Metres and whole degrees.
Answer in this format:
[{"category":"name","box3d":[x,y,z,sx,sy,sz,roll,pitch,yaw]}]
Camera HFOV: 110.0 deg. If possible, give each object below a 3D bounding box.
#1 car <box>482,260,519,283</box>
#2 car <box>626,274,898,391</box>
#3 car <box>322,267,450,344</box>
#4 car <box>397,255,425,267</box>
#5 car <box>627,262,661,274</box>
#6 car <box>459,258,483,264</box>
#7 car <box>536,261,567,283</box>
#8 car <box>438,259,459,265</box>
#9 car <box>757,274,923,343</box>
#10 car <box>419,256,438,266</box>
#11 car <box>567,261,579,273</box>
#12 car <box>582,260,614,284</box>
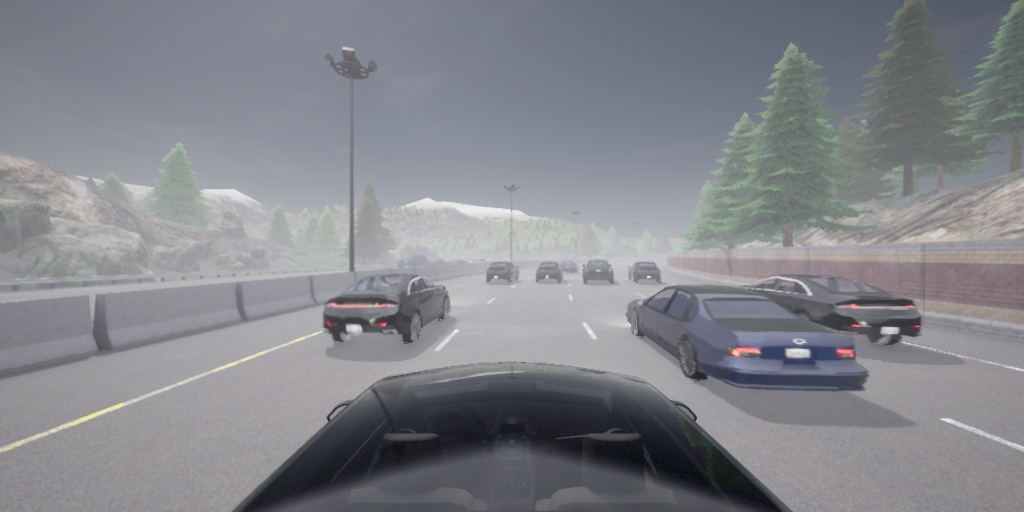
[{"category":"car","box3d":[-0.642,1.193,27.488,1.837,1.490,4.892,0,0,11]},{"category":"car","box3d":[3.803,1.285,7.097,2.033,1.411,5.357,0,0,3]},{"category":"car","box3d":[-3.010,1.223,9.584,2.128,1.511,4.902,0,0,3]},{"category":"car","box3d":[-15.108,0.849,54.625,2.150,2.045,5.566,0,0,20]},{"category":"car","box3d":[10.019,1.194,27.281,1.837,1.490,4.892,0,0,12]},{"category":"car","box3d":[-5.150,1.108,51.292,1.882,1.535,5.008,0,0,20]},{"category":"car","box3d":[2.978,1.193,27.747,1.837,1.490,4.892,0,0,11]},{"category":"car","box3d":[-8.298,1.174,52.889,2.033,1.411,5.357,0,0,20]},{"category":"car","box3d":[7.493,1.223,9.377,2.128,1.511,4.902,0,0,4]},{"category":"car","box3d":[-11.421,1.169,54.551,2.033,1.411,5.357,0,0,20]},{"category":"car","box3d":[6.583,1.219,41.592,1.994,1.385,4.181,0,0,17]},{"category":"car","box3d":[6.359,1.041,26.794,2.097,1.767,4.553,0,0,11]}]
